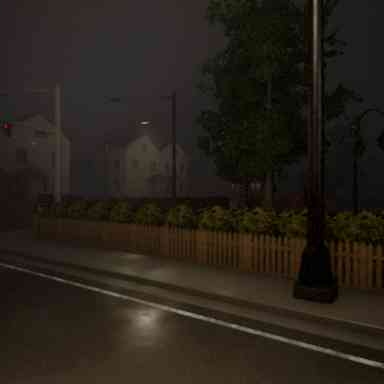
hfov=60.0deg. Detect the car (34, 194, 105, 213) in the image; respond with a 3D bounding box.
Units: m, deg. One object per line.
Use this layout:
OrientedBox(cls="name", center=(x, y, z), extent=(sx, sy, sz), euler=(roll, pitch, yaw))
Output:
OrientedBox(cls="car", center=(-10.390, 1.181, 28.067), extent=(2.150, 2.045, 5.566), euler=(0, 0, 36))
